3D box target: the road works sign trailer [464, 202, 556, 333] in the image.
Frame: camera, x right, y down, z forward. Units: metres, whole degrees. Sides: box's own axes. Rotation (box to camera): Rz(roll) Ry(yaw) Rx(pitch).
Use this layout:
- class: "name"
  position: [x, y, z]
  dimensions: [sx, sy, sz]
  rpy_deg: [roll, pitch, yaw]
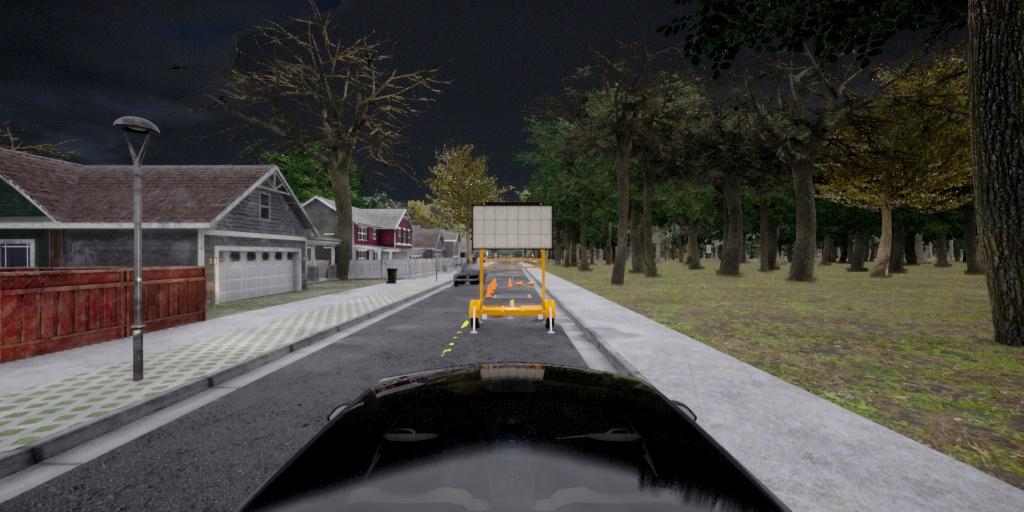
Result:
- class: "road works sign trailer"
  position: [0.015, 0.214, 10.683]
  dimensions: [2.380, 3.560, 2.880]
  rpy_deg: [0, 0, 0]

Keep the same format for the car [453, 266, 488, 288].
- class: "car"
  position: [-2.714, 1.354, 24.046]
  dimensions: [1.895, 1.301, 4.718]
  rpy_deg: [0, 0, 0]
